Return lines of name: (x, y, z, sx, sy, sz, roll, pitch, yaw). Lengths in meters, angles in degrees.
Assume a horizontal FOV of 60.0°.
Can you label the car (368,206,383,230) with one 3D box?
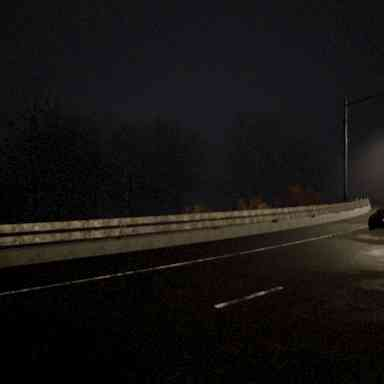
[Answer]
car: (11.979, 1.514, 19.665, 1.994, 1.385, 4.181, 0, 0, 43)
